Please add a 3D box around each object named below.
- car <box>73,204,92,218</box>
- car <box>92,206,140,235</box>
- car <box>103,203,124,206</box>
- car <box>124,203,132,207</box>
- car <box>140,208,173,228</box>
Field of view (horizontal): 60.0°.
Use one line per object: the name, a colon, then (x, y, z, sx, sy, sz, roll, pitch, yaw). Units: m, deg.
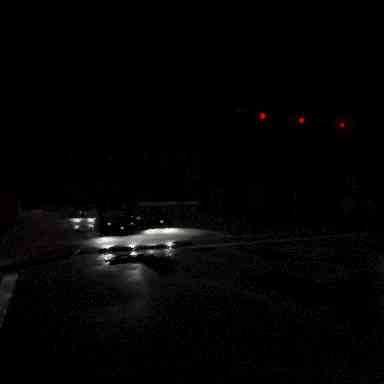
car: (-12.598, 2.188, 38.438, 1.837, 1.490, 4.892, 0, -1, -24)
car: (-5.103, 1.892, 21.749, 1.812, 1.442, 4.674, 0, -1, -25)
car: (-10.616, 2.266, 42.630, 2.033, 1.411, 5.357, 0, -1, -24)
car: (-10.227, 2.387, 50.451, 1.994, 1.385, 4.181, 0, -1, -24)
car: (-2.971, 1.960, 25.491, 1.994, 1.385, 4.181, 0, -1, -24)
